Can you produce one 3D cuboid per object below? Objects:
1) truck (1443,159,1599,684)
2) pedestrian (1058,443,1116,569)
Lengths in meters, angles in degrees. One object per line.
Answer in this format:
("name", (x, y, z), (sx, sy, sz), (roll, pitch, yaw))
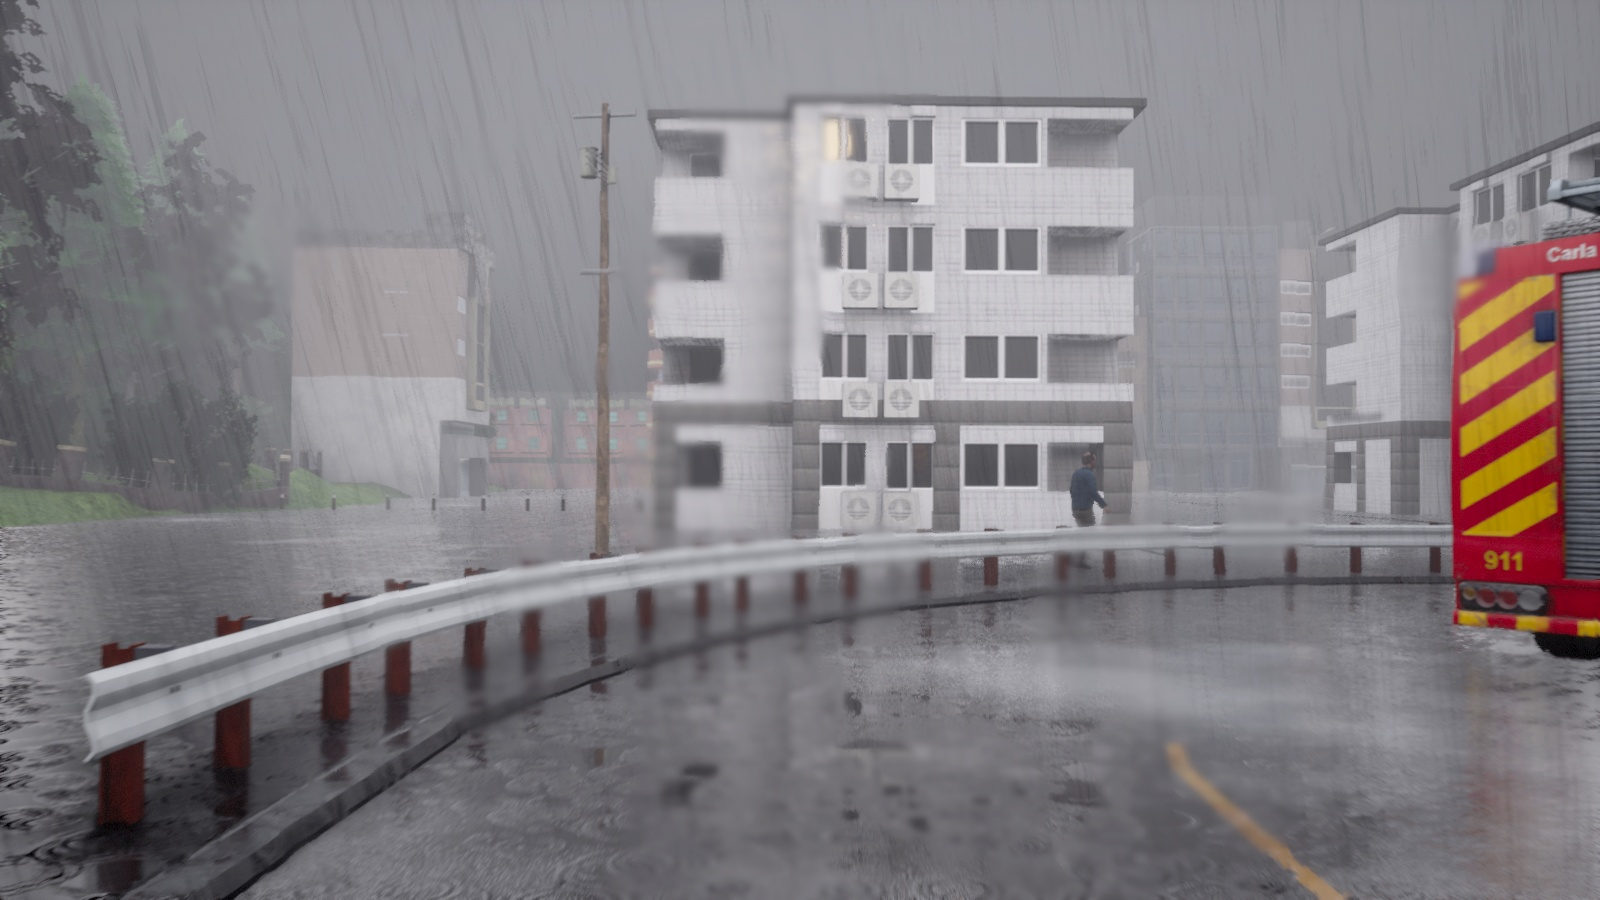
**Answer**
("truck", (9.435, -0.194, 11.412), (8.468, 3.827, 2.891), (0, -1, -37))
("pedestrian", (4.276, 0.820, 18.734), (0.726, 1.842, 0.402), (0, -1, -22))
